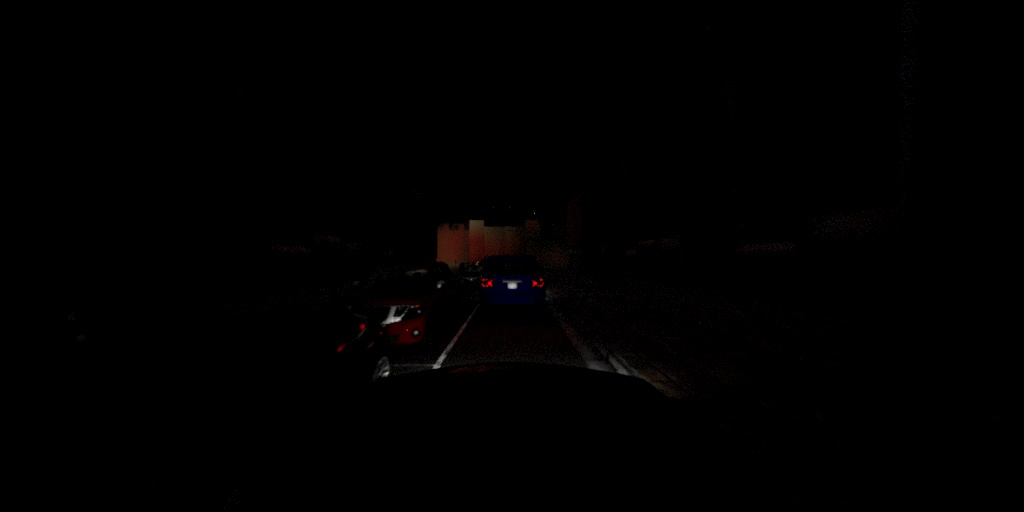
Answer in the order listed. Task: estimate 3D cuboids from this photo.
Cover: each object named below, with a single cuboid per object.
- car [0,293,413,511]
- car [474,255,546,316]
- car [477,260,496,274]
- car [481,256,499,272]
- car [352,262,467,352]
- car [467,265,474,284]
[{"bbox_3d":[-2.637,1.318,3.691,1.948,1.339,4.313,0,0,0],"label":"car"},{"bbox_3d":[0.041,0.990,13.513,2.150,2.045,5.566,0,0,1],"label":"car"},{"bbox_3d":[-3.001,1.300,43.115,1.882,1.535,5.008,0,0,0],"label":"car"},{"bbox_3d":[-2.965,1.067,50.146,2.150,2.045,5.566,0,0,0],"label":"car"},{"bbox_3d":[-2.636,1.074,9.118,2.192,1.841,5.009,0,0,0],"label":"car"},{"bbox_3d":[-2.630,1.337,25.398,2.007,1.370,4.403,0,0,0],"label":"car"}]
